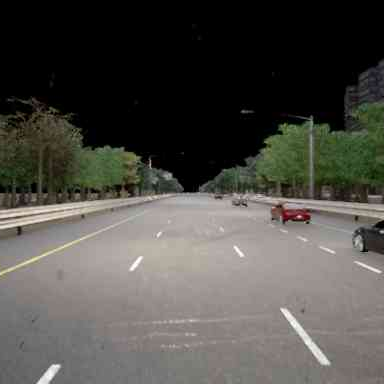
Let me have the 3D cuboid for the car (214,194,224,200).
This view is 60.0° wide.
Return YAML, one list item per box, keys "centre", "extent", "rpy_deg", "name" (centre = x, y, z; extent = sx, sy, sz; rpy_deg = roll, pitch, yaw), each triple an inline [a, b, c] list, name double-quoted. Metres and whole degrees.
- centre: [7.233, 1.450, 93.195]
  extent: [1.837, 1.490, 4.892]
  rpy_deg: [0, 0, 2]
  name: "car"

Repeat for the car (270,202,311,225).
- centre: [7.027, 1.485, 24.212]
  extent: [1.882, 1.535, 5.008]
  rpy_deg: [0, 0, 0]
  name: "car"

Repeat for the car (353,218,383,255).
- centre: [7.004, 1.502, 10.680]
  extent: [1.837, 1.490, 4.892]
  rpy_deg: [0, 0, 0]
  name: "car"

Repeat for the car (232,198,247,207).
- centre: [7.098, 1.577, 50.268]
  extent: [1.895, 1.301, 4.718]
  rpy_deg: [0, 0, 0]
  name: "car"
